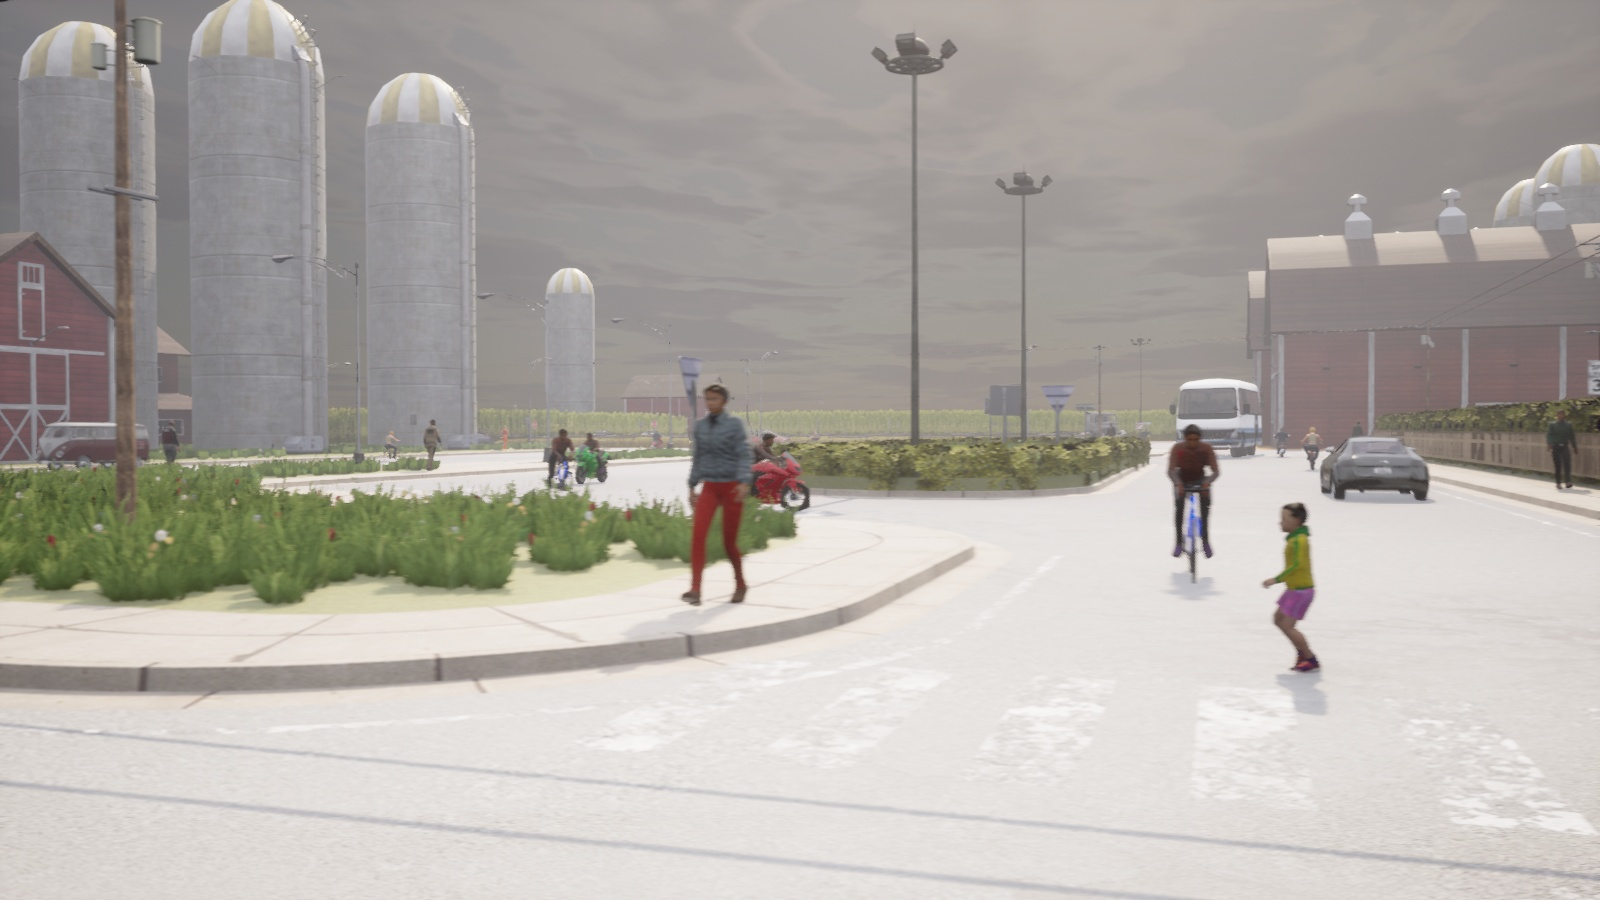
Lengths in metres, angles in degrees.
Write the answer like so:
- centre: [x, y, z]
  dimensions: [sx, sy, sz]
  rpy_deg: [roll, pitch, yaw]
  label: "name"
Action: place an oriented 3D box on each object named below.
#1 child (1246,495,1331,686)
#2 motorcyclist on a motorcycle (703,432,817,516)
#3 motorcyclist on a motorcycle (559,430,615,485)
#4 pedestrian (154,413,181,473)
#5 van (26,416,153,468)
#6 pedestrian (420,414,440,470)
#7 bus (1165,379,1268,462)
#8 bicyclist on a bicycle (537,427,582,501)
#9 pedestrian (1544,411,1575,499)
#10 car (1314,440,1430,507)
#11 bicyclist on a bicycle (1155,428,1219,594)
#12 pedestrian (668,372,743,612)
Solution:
- centre: [3.091, 0.876, 7.965]
  dimensions: [0.473, 1.160, 0.299]
  rpy_deg: [1, 1, 17]
  label: "child"
- centre: [-0.764, 0.424, 23.816]
  dimensions: [2.044, 1.523, 0.797]
  rpy_deg: [1, 1, 29]
  label: "motorcyclist on a motorcycle"
- centre: [-6.188, 0.198, 36.593]
  dimensions: [0.797, 1.523, 2.044]
  rpy_deg: [1, 1, 16]
  label: "motorcyclist on a motorcycle"
- centre: [-19.726, -0.221, 39.165]
  dimensions: [0.376, 1.854, 0.720]
  rpy_deg: [0, 1, 14]
  label: "pedestrian"
- centre: [-28.769, -0.348, 50.996]
  dimensions: [1.775, 1.987, 4.442]
  rpy_deg: [1, 1, 18]
  label: "van"
- centre: [-12.990, -0.280, 44.066]
  dimensions: [0.396, 1.930, 0.692]
  rpy_deg: [0, 1, 11]
  label: "pedestrian"
- centre: [23.274, -1.580, 69.740]
  dimensions: [3.944, 4.253, 10.273]
  rpy_deg: [-1, 0, 26]
  label: "bus"
- centre: [-5.435, 0.303, 28.329]
  dimensions: [0.582, 1.620, 1.656]
  rpy_deg: [0, 0, -25]
  label: "bicyclist on a bicycle"
- centre: [17.044, 0.095, 28.191]
  dimensions: [0.423, 1.949, 0.788]
  rpy_deg: [1, 1, 18]
  label: "pedestrian"
- centre: [13.118, 0.475, 29.027]
  dimensions: [1.994, 1.385, 4.181]
  rpy_deg: [1, 1, 18]
  label: "car"
- centre: [4.015, 0.584, 13.108]
  dimensions: [0.582, 1.620, 1.656]
  rpy_deg: [0, 1, 16]
  label: "bicyclist on a bicycle"
- centre: [-0.747, 0.318, 10.016]
  dimensions: [0.353, 1.847, 0.614]
  rpy_deg: [1, 1, 23]
  label: "pedestrian"
